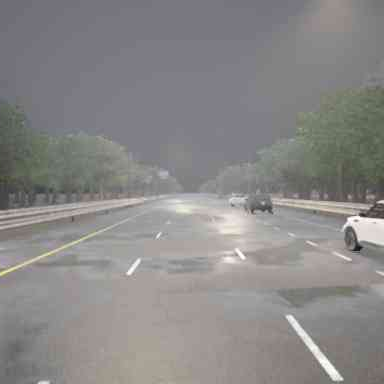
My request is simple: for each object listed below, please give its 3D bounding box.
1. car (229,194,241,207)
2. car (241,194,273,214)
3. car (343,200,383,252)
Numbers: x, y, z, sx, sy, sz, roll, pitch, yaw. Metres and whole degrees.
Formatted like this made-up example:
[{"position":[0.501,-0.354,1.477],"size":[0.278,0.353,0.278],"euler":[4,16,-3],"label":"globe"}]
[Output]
[{"position":[7.039,1.277,51.664],"size":[2.150,2.045,5.566],"euler":[0,0,0],"label":"car"},{"position":[7.027,1.248,35.408],"size":[2.150,2.045,5.566],"euler":[0,0,0],"label":"car"},{"position":[7.005,1.231,10.754],"size":[2.150,2.045,5.566],"euler":[0,0,0],"label":"car"}]
